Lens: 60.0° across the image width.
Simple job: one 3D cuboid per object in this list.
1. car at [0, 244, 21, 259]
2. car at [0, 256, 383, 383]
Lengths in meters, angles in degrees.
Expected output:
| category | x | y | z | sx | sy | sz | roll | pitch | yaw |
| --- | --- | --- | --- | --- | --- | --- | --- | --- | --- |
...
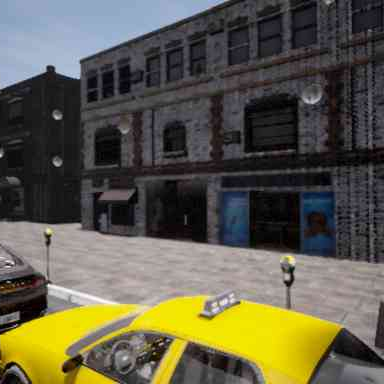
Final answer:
| category | x | y | z | sx | sy | sz | roll | pitch | yaw |
| --- | --- | --- | --- | --- | --- | --- | --- | --- | --- |
| car | -4.348 | 1.558 | 6.004 | 4.403 | 1.369 | 2.008 | 0 | -1 | 36 |
| car | 0.009 | 1.530 | 2.876 | 4.829 | 1.417 | 1.752 | 0 | -1 | 36 |
